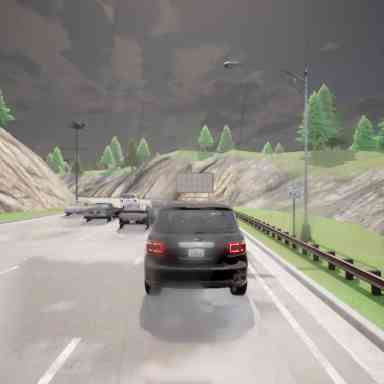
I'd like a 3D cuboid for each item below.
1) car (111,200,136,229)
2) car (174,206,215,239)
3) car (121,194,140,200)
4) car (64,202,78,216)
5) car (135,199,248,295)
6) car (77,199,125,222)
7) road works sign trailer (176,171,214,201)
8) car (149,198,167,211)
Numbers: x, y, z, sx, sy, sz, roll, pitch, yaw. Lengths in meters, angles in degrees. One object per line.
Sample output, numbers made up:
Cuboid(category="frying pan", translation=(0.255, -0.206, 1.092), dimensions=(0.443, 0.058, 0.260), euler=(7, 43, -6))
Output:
Cuboid(category="car", translation=(-3.426, 1.491, 21.482), dimensions=(2.128, 1.511, 4.902), euler=(0, 0, 0))
Cuboid(category="car", translation=(0.105, 1.559, 18.065), dimensions=(1.994, 1.385, 4.181), euler=(0, 0, 0))
Cuboid(category="car", translation=(-7.913, 1.220, 42.380), dimensions=(2.150, 2.045, 5.566), euler=(0, 0, -7))
Cuboid(category="car", translation=(-10.608, 1.601, 31.995), dimensions=(1.895, 1.301, 4.718), euler=(0, 0, -2))
Cuboid(category="car", translation=(0.088, 1.221, 8.840), dimensions=(2.150, 2.045, 5.566), euler=(0, 0, 0))
Cuboid(category="car", translation=(-6.941, 1.547, 26.215), dimensions=(2.033, 1.411, 5.357), euler=(0, 0, 0))
Cuboid(category="road works sign trailer", translation=(0.188, 0.464, 21.561), dimensions=(2.380, 3.560, 2.880), euler=(0, 0, 0))
Cuboid(category="car", translation=(-4.387, 1.546, 42.766), dimensions=(2.033, 1.411, 5.357), euler=(0, 0, -9))
